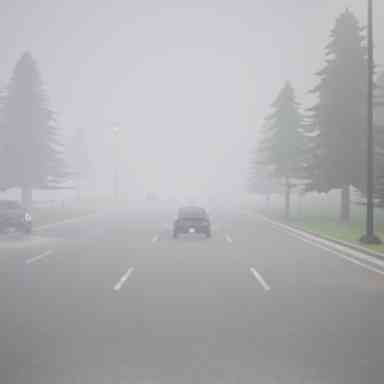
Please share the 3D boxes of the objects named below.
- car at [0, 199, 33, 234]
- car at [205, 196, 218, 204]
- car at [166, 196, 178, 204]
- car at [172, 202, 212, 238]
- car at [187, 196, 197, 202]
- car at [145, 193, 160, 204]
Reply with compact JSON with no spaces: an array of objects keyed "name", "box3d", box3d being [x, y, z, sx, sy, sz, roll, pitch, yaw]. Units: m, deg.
[{"name":"car","box3d":[-10.269,1.214,18.078,2.097,1.767,4.553,4,-1,-40]},{"name":"car","box3d":[3.489,1.415,58.938,1.837,1.490,4.892,0,0,0]},{"name":"car","box3d":[-3.511,1.436,58.937,1.812,1.442,4.674,0,0,0]},{"name":"car","box3d":[-0.007,1.479,17.491,1.837,1.490,4.892,0,0,0]},{"name":"car","box3d":[-0.011,1.457,58.937,2.033,1.411,5.357,0,0,0]},{"name":"car","box3d":[-7.011,1.132,58.965,2.150,2.045,5.566,0,0,0]}]
